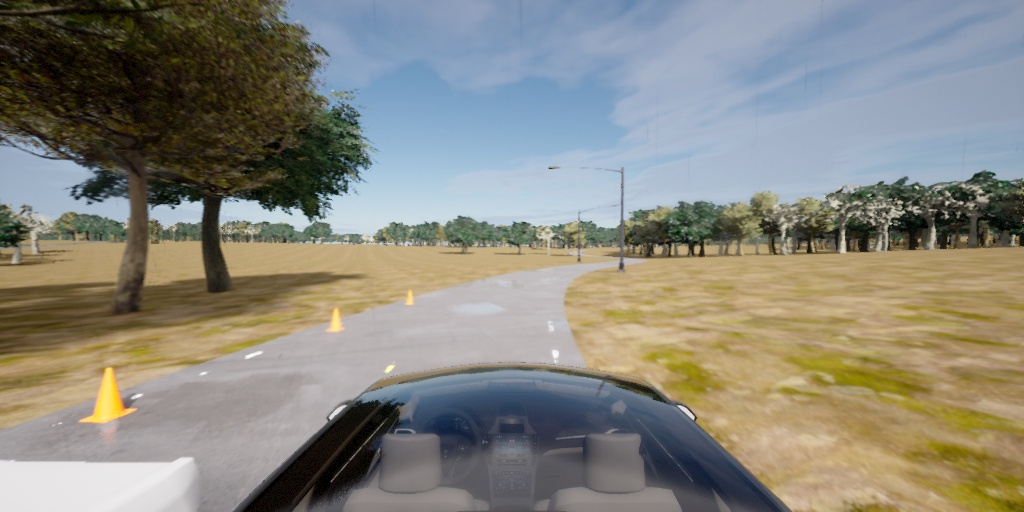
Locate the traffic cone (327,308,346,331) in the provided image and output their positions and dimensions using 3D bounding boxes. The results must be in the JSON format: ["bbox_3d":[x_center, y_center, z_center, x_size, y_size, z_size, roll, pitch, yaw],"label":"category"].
[{"bbox_3d":[-4.667,1.666,9.516,0.340,0.580,0.340,0,0,4],"label":"traffic cone"}]

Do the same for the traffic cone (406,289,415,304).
[{"bbox_3d":[-4.156,1.660,14.615,0.340,0.580,0.340,0,0,7],"label":"traffic cone"}]

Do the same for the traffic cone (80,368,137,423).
[{"bbox_3d":[-4.942,1.672,4.399,0.340,0.580,0.340,0,0,2],"label":"traffic cone"}]
